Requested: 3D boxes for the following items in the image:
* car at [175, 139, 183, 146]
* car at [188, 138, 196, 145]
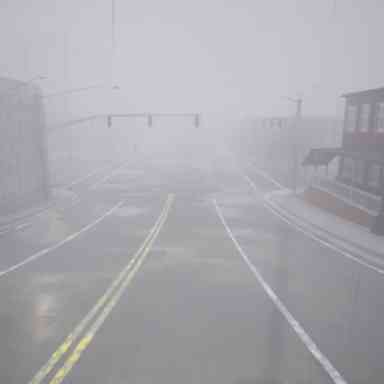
[{"bbox_3d":[-3.509,-13.472,89.811,2.097,1.767,4.553,0,12,0],"label":"car"},{"bbox_3d":[-0.009,-13.513,90.642,1.994,1.385,4.181,0,12,0],"label":"car"}]
